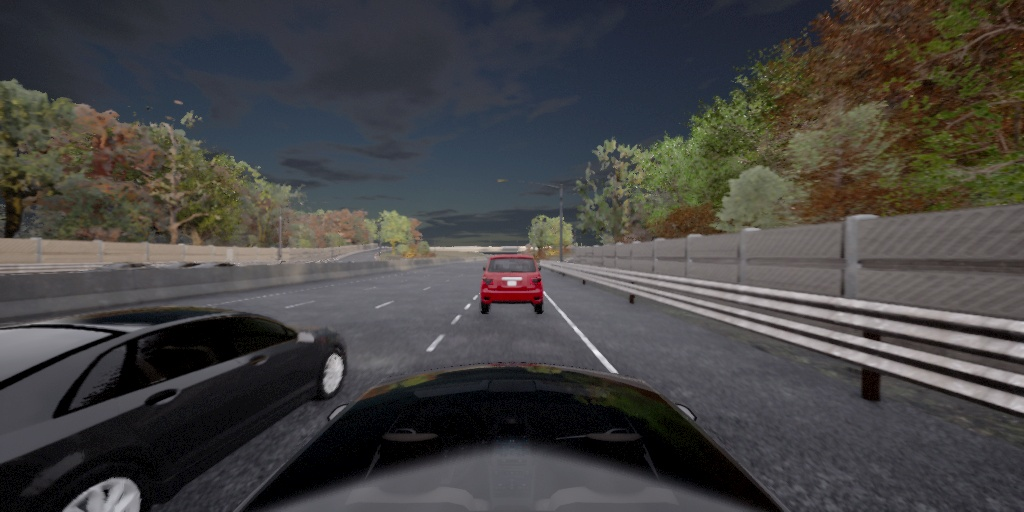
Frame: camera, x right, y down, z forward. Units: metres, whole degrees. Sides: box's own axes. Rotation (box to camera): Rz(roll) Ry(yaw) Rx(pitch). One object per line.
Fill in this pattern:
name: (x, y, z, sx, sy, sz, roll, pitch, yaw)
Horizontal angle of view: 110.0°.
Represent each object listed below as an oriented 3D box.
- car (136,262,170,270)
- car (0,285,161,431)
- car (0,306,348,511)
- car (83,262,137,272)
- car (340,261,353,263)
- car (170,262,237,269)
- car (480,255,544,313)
car: (-28.070, 1.268, 30.303, 1.837, 1.490, 4.892, 0, 1, 0)
car: (-6.898, 1.241, 3.506, 2.128, 1.511, 4.902, 0, 0, 0)
car: (-3.398, 1.254, 3.536, 1.837, 1.490, 4.892, 0, 0, 0)
car: (-31.565, 1.266, 28.996, 1.837, 1.490, 4.892, 0, 1, 0)
car: (-21.060, 1.337, 45.316, 2.033, 1.411, 5.357, 0, 0, 1)
car: (-24.574, 1.267, 29.382, 1.837, 1.490, 4.892, 0, 0, 0)
car: (-0.002, 0.973, 14.118, 2.150, 2.045, 5.566, 0, 0, 0)
